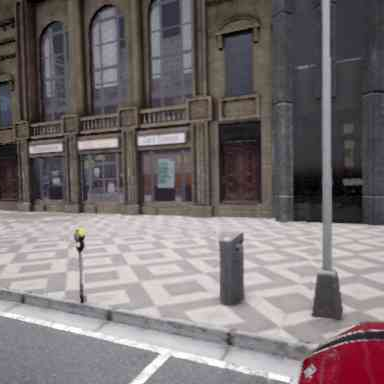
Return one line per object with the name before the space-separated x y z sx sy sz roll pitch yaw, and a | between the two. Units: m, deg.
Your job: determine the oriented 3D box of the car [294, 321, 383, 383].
car | 2.472 1.301 1.564 4.097 1.590 1.967 0 3 25
